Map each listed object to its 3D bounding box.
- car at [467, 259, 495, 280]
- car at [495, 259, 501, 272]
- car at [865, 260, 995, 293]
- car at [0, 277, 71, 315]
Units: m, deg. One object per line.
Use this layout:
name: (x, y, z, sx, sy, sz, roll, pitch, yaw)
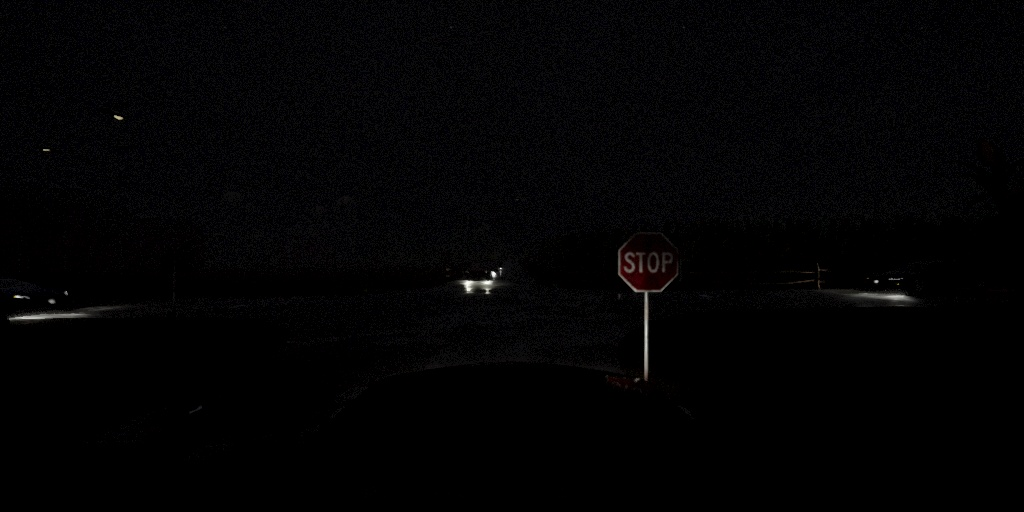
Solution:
car: (-2.844, 1.241, 31.768, 1.882, 1.535, 5.008, 0, 0, 0)
car: (-2.839, 1.336, 46.184, 1.994, 1.385, 4.181, 0, 0, 0)
car: (19.839, 0.940, 17.146, 4.892, 1.490, 1.837, -1, 0, 0)
car: (-20.712, 1.555, 14.327, 4.674, 1.442, 1.812, -1, 0, 0)
